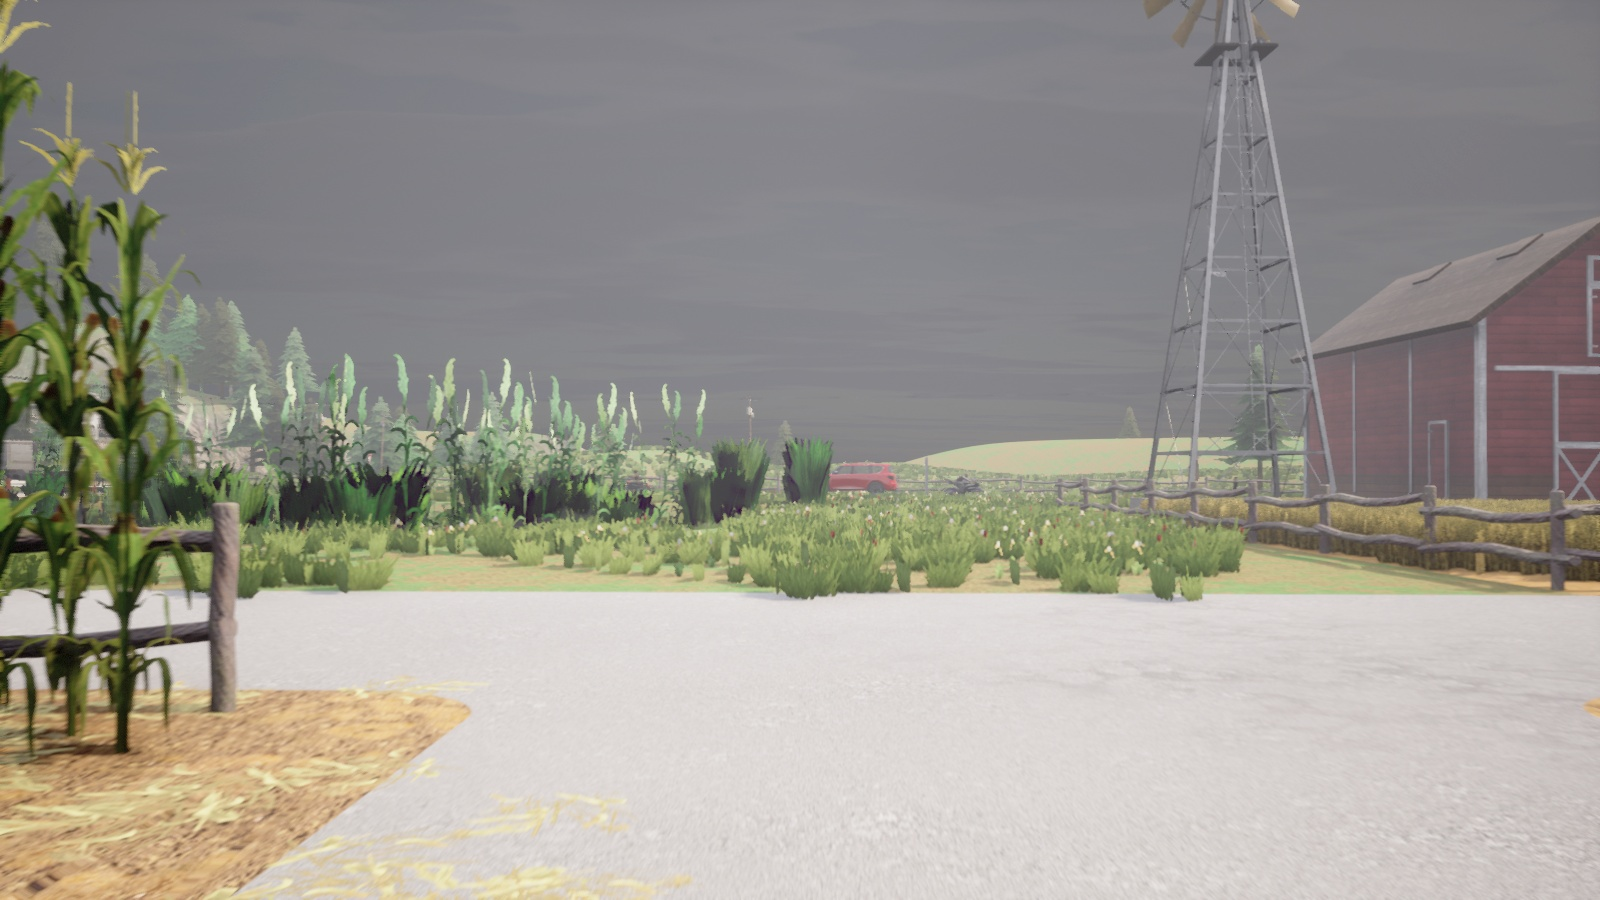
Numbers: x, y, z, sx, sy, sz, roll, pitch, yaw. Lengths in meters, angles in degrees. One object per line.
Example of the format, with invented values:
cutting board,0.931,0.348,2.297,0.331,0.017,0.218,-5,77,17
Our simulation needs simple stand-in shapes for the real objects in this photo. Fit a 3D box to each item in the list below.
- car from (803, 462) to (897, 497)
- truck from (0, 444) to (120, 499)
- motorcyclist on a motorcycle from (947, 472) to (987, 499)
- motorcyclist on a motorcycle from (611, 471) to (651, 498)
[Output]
car,3.055,1.793,75.976,5.566,2.045,2.150,0,-1,5
truck,-48.488,1.382,80.963,7.936,3.462,2.891,0,-1,6
motorcyclist on a motorcycle,9.587,2.019,72.160,2.191,1.530,0.866,0,-1,5
motorcyclist on a motorcycle,-10.374,2.099,77.203,2.350,1.649,0.766,0,-1,5
